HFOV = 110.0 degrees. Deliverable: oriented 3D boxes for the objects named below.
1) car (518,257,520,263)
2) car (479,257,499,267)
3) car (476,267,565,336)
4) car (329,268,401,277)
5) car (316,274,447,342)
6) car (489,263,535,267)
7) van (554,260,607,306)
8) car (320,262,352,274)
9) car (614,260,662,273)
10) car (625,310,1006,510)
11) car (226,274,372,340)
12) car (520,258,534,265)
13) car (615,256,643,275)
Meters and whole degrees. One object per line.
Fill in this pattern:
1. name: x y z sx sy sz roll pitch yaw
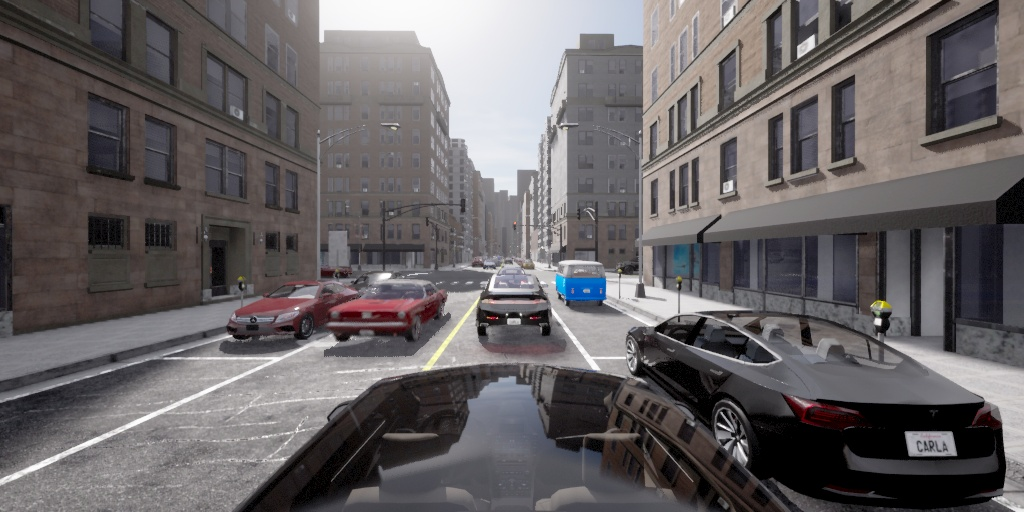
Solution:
1. car: 2.462 1.179 60.133 1.967 1.591 4.097 0 0 -1
2. car: -3.410 1.290 54.939 2.033 1.411 5.357 0 0 -1
3. car: 0.057 1.241 10.388 2.128 1.511 4.902 0 0 0
4. car: -5.694 1.315 15.393 1.948 1.339 4.313 0 0 0
5. car: -3.115 1.351 9.897 1.895 1.301 4.718 0 0 0
6. car: -0.034 1.297 20.131 2.033 1.411 5.357 0 0 0
7. van: 2.831 1.090 15.419 1.690 1.789 3.998 0 0 0
8. car: -16.657 1.340 31.695 4.718 1.301 1.895 0 0 -1
9. car: 14.726 1.211 42.081 5.008 1.535 1.882 0 0 -1
10. car: 2.852 1.316 4.522 1.948 1.339 4.313 0 0 0
11. car: -5.683 1.332 9.942 1.802 1.307 4.207 0 0 0
12. car: 2.546 1.267 54.778 1.751 1.417 4.829 0 0 -1
13. car: 14.107 0.964 38.823 5.566 2.045 2.150 0 0 -1
